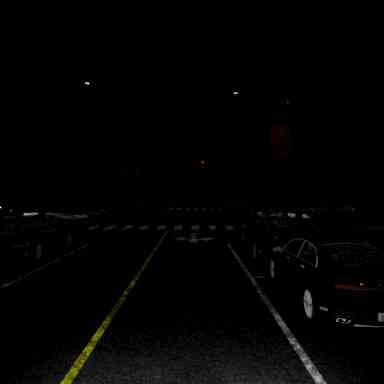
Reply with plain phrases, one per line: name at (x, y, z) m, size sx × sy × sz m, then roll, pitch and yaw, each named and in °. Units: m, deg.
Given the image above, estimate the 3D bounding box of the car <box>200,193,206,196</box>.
car at (3.472, 1.338, 70.635) m, size 2.192 × 1.841 × 5.009 m, roll 0°, pitch 0°, yaw 1°

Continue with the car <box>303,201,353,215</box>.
car at (15.145, 1.817, 37.223) m, size 4.892 × 1.490 × 1.837 m, roll 0°, pitch 0°, yaw 0°

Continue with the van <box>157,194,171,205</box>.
van at (-5.210, 1.358, 59.730) m, size 1.690 × 1.788 × 3.998 m, roll 0°, pitch 0°, yaw 1°

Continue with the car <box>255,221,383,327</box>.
car at (2.799, 1.551, 6.924) m, size 2.008 × 1.369 × 4.403 m, roll 0°, pitch 0°, yaw 0°

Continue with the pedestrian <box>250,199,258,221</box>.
pedestrian at (3.830, 1.296, 20.386) m, size 0.375 × 1.860 × 0.375 m, roll 0°, pitch 0°, yaw 0°

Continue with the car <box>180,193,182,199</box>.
car at (-4.736, 1.351, 92.802) m, size 2.192 × 1.841 × 5.009 m, roll 0°, pitch 0°, yaw 1°

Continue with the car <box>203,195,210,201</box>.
car at (3.711, 1.558, 87.343) m, size 1.752 × 1.417 × 4.829 m, roll 0°, pitch 0°, yaw 1°

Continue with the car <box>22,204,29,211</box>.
car at (-17.443, 1.278, 30.799) m, size 4.181 × 1.385 × 1.994 m, roll 1°, pitch 0°, yaw 0°

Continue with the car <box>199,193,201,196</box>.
car at (3.788, 1.476, 92.685) m, size 1.967 × 1.590 × 4.097 m, roll 0°, pitch 0°, yaw 1°

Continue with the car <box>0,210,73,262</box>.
car at (-5.700, 1.552, 11.964) m, size 2.008 × 1.369 × 4.403 m, roll 0°, pitch 0°, yaw 0°

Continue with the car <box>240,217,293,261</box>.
car at (2.825, 1.552, 11.916) m, size 2.008 × 1.369 × 4.403 m, roll 0°, pitch 0°, yaw 0°

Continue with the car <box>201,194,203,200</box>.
car at (3.393, 1.571, 65.123) m, size 2.008 × 1.369 × 4.403 m, roll 0°, pitch 0°, yaw 1°

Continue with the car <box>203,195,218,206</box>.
car at (3.235, 1.565, 54.098) m, size 2.008 × 1.369 × 4.403 m, roll 0°, pitch 0°, yaw 1°

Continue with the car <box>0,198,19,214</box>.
car at (-17.385, 1.201, 27.549) m, size 4.902 × 1.511 × 2.128 m, roll 1°, pitch 0°, yaw 1°

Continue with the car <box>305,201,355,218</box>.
car at (14.160, 1.818, 33.963) m, size 4.674 × 1.442 × 1.812 m, roll 1°, pitch 0°, yaw 1°

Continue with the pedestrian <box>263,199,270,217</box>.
pedestrian at (4.447, 1.296, 19.784) m, size 0.375 × 1.860 × 0.375 m, roll 0°, pitch 0°, yaw 0°

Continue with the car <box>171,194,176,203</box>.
car at (-5.052, 1.589, 70.754) m, size 1.947 × 1.339 × 4.313 m, roll 0°, pitch 0°, yaw 1°

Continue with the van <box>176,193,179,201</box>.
van at (-4.894, 1.370, 81.778) m, size 1.690 × 1.788 × 3.998 m, roll 0°, pitch 0°, yaw 1°

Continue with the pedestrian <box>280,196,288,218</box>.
pedestrian at (5.371, 1.144, 19.176) m, size 0.375 × 1.860 × 0.375 m, roll 0°, pitch 0°, yaw 0°
